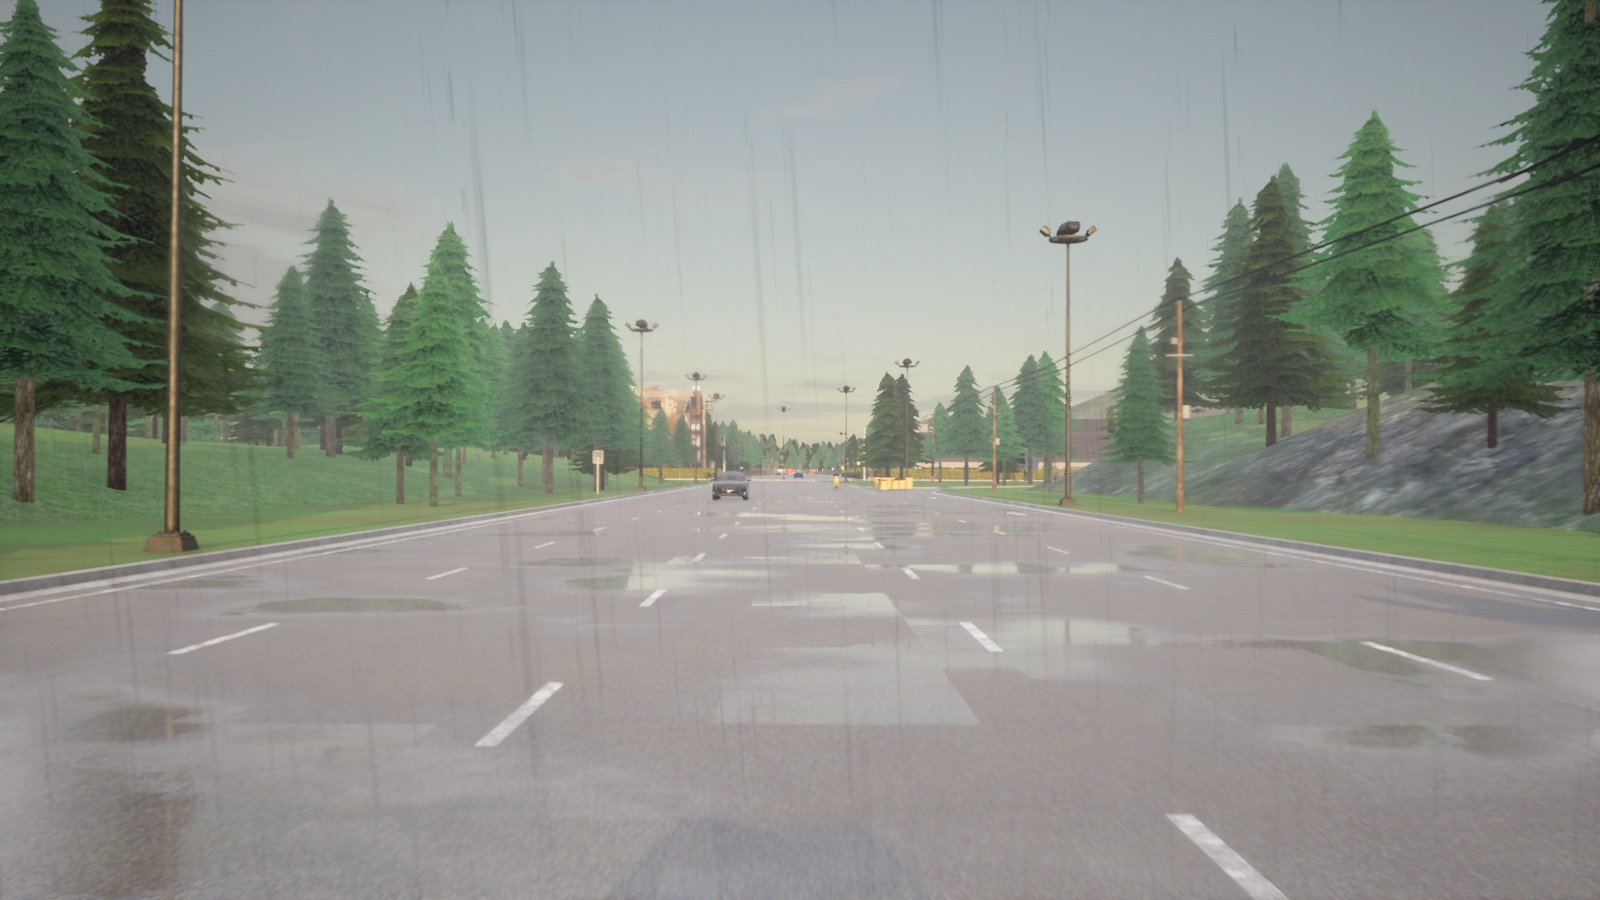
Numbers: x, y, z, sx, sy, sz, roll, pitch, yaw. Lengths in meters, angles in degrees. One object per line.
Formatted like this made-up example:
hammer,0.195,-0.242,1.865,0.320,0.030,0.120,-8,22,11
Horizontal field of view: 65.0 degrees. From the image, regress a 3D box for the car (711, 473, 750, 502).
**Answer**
car,-3.661,1.957,67.067,1.837,1.490,4.892,0,-1,0
